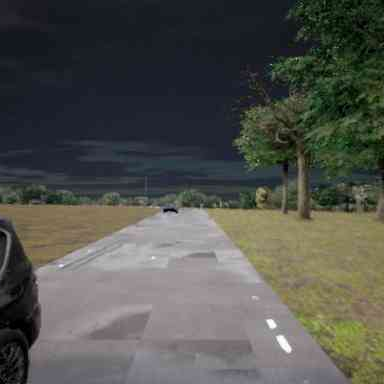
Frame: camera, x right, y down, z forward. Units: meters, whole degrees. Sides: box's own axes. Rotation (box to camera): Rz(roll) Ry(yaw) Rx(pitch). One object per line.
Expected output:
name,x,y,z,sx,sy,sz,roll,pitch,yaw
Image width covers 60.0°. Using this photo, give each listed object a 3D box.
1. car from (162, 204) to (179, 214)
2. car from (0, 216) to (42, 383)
car,-2.707,2.140,42.500,1.895,1.301,4.718,0,-1,0
car,-2.848,1.231,1.707,2.150,2.045,5.566,0,0,0
